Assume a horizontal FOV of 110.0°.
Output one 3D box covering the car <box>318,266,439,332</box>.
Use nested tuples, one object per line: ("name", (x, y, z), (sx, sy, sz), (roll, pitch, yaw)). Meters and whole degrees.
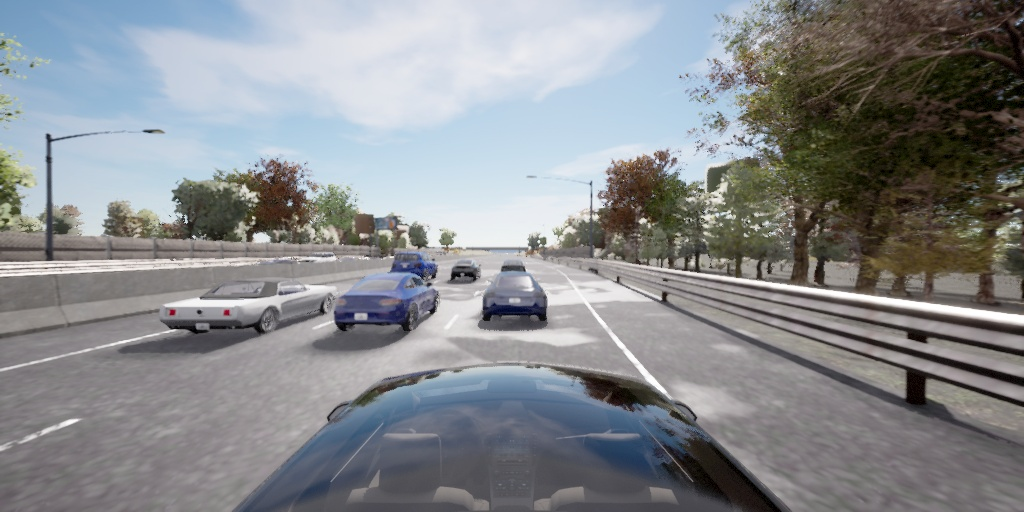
("car", (-3.419, 1.193, 10.454), (1.812, 1.442, 4.674), (0, 0, 0))

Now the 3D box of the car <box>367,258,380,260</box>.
("car", (-17.584, 0.919, 45.574), (1.994, 1.385, 4.181), (0, 0, 0))

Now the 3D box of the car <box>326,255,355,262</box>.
("car", (-21.080, 0.881, 45.431), (1.812, 1.442, 4.674), (0, 0, 0))

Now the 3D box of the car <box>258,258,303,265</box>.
("car", (-28.061, 0.920, 43.273), (2.033, 1.411, 5.357), (0, 0, 0))

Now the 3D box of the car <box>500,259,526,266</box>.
("car", (0.085, 0.980, 28.429), (1.882, 1.535, 5.008), (0, 0, 0))

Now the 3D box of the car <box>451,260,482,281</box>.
("car", (-3.417, 1.018, 27.150), (1.837, 1.490, 4.892), (0, 0, 0))

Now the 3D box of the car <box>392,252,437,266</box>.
("car", (-6.919, 0.745, 25.885), (2.150, 2.045, 5.566), (0, 0, 0))

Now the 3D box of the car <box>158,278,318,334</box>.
("car", (-6.919, 1.270, 10.254), (1.895, 1.301, 4.718), (0, 1, 0))

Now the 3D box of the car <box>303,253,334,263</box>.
("car", (-24.576, 0.575, 45.795), (2.150, 2.045, 5.566), (0, 0, 0))

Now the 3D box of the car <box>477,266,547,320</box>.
("car", (0.085, 1.215, 12.210), (1.994, 1.385, 4.181), (0, 1, 0))
